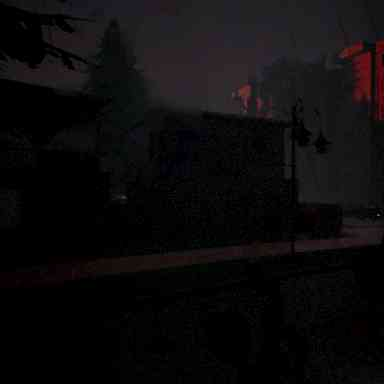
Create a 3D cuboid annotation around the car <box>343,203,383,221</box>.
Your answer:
[{"bbox_3d":[14.899,1.764,30.300,1.812,1.442,4.674,1,0,-23],"label":"car"}]
